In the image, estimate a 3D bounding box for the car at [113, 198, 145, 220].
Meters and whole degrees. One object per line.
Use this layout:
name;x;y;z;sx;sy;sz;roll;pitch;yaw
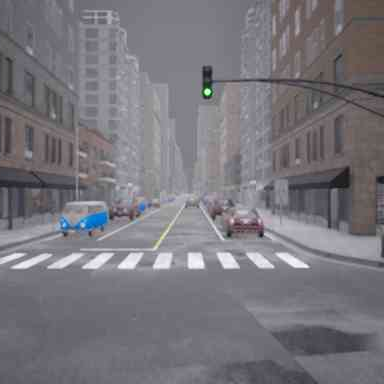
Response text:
car;-5.859;1.430;29.524;2.192;1.841;5.009;0;0;0

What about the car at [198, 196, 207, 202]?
car;2.664;1.800;85.390;2.008;1.369;4.403;0;0;0

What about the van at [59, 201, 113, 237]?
van;-5.858;1.414;18.351;1.690;1.788;3.998;0;0;0

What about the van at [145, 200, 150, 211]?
van;-5.859;1.475;35.109;1.690;1.788;3.998;0;0;0

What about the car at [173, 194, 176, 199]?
car;-5.861;1.813;85.384;1.947;1.339;4.313;0;0;0

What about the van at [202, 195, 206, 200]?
van;2.667;1.508;46.295;1.690;1.788;3.998;0;0;0

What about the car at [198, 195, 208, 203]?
car;2.665;1.554;79.804;2.192;1.841;5.009;0;0;0

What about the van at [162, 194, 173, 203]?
van;-5.860;1.567;74.212;1.690;1.788;3.998;0;0;0

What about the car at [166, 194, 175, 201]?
car;-5.860;1.573;90.969;2.192;1.841;5.009;0;0;0

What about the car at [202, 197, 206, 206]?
car;2.667;1.702;40.709;2.008;1.369;4.403;0;0;0

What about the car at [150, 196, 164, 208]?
car;-5.859;1.723;51.868;1.887;1.381;4.507;0;0;0

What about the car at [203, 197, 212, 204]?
car;3.144;1.741;68.191;1.812;1.442;4.674;0;0;0

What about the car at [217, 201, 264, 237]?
car;2.668;1.515;18.369;1.967;1.590;4.097;0;0;0

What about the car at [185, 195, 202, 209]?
car;0.047;1.526;49.345;2.097;1.767;4.553;0;0;0

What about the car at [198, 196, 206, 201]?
car;2.664;1.825;90.974;1.947;1.339;4.313;0;0;0

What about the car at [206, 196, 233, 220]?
car;2.667;1.431;29.539;2.192;1.841;5.009;0;0;0

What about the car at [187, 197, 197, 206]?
car;-0.003;1.722;59.367;1.812;1.442;4.674;0;0;0

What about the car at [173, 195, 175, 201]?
car;-5.861;1.803;79.797;1.947;1.339;4.313;0;0;0
